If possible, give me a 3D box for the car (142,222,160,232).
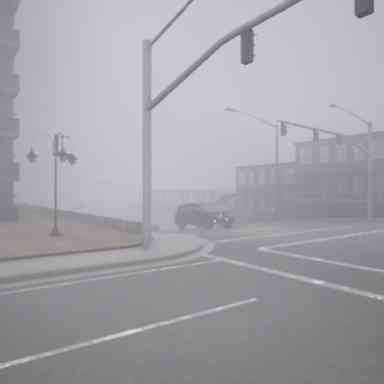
[{"bbox_3d":[-5.074,3.724,33.741,1.812,1.442,4.674,0,-12,-36],"label":"car"}]

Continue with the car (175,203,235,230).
[{"bbox_3d":[0.818,1.830,25.728,2.150,2.045,5.566,0,-5,-36],"label":"car"}]

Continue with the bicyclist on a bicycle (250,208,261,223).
[{"bbox_3d":[6.869,2.522,35.981,1.656,1.620,0.582,0,-8,-36],"label":"bicyclist on a bicycle"}]
